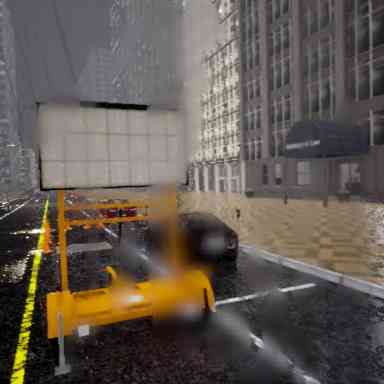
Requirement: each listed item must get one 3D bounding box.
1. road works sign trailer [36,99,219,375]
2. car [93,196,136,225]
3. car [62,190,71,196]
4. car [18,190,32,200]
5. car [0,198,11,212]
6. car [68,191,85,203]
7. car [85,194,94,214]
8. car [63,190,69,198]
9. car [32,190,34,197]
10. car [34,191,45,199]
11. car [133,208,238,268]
[{"bbox_3d":[-1.242,0.332,5.635,2.380,3.560,2.880,-3,2,-23],"label":"road works sign trailer"},{"bbox_3d":[-4.650,1.113,20.526,1.887,1.381,4.507,-3,2,-23],"label":"car"},{"bbox_3d":[-31.278,0.251,82.779,2.008,1.369,4.403,-3,2,-23],"label":"car"},{"bbox_3d":[-32.249,0.794,63.752,1.752,1.417,4.829,-3,2,-23],"label":"car"},{"bbox_3d":[-19.003,1.250,32.791,2.008,1.369,4.403,-3,2,-23],"label":"car"},{"bbox_3d":[-15.745,0.756,46.465,1.887,1.381,4.507,-3,2,-23],"label":"car"},{"bbox_3d":[-6.937,1.021,25.870,1.752,1.417,4.829,-3,2,-23],"label":"car"},{"bbox_3d":[-24.621,0.472,67.216,2.008,1.369,4.403,-3,2,-23],"label":"car"},{"bbox_3d":[-34.531,0.775,69.096,1.802,1.307,4.206,-3,2,-23],"label":"car"},{"bbox_3d":[-32.336,0.673,70.821,1.895,1.301,4.718,-3,2,-23],"label":"car"},{"bbox_3d":[-0.211,1.276,10.152,1.947,1.339,4.313,-3,2,-23],"label":"car"}]
